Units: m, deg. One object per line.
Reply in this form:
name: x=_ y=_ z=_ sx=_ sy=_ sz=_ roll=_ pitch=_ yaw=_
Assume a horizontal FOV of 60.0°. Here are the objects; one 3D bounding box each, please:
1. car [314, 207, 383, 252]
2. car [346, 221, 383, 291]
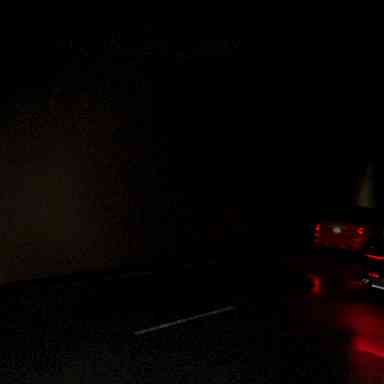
car: x=6.741 y=1.352 z=12.725 sx=4.553 sy=1.767 sz=2.097 roll=0 pitch=0 yaw=-35
car: x=5.885 y=1.505 z=7.816 sx=4.892 sy=1.490 sz=1.837 roll=0 pitch=0 yaw=-35
